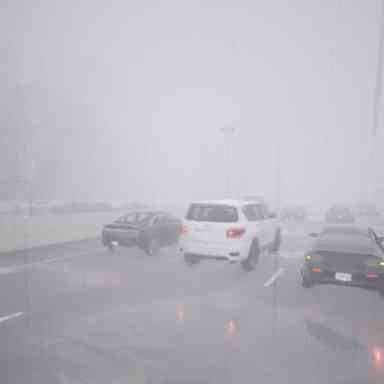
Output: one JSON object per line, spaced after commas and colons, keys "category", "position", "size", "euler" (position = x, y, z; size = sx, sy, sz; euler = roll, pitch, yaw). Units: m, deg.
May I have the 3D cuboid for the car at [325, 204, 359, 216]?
{"category": "car", "position": [11.388, 1.765, 25.773], "size": [1.994, 1.385, 4.181], "euler": [1, 0, 21]}

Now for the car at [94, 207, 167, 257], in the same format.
{"category": "car", "position": [-1.512, 1.520, 13.306], "size": [2.128, 1.511, 4.902], "euler": [1, 0, 26]}

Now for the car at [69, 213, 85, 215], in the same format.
{"category": "car", "position": [-9.102, 1.575, 31.484], "size": [1.994, 1.385, 4.181], "euler": [1, 0, 21]}

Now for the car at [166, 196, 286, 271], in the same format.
{"category": "car", "position": [1.531, 1.275, 11.510], "size": [2.150, 2.045, 5.566], "euler": [1, 0, 26]}

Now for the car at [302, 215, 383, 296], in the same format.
{"category": "car", "position": [4.137, 1.598, 8.924], "size": [1.812, 1.442, 4.674], "euler": [1, 0, 26]}

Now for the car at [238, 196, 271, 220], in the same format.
{"category": "car", "position": [5.929, 1.385, 31.126], "size": [2.150, 2.045, 5.566], "euler": [1, 0, 20]}

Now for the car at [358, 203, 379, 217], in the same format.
{"category": "car", "position": [18.366, 1.851, 35.268], "size": [2.033, 1.411, 5.357], "euler": [1, 0, 17]}

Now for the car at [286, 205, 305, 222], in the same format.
{"category": "car", "position": [8.754, 1.785, 28.661], "size": [1.895, 1.301, 4.718], "euler": [1, 0, 20]}
